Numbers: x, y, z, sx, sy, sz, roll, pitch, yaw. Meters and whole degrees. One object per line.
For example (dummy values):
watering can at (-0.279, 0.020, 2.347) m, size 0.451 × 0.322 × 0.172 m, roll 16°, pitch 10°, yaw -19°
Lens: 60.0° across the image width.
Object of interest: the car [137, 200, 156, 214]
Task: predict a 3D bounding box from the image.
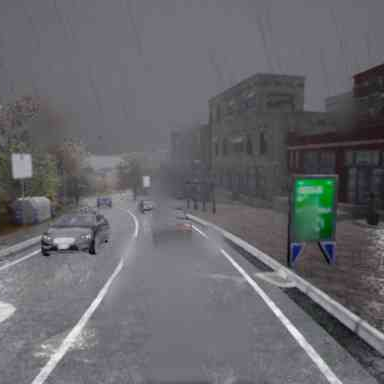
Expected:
car at (-4.848, 1.538, 36.285) m, size 2.033 × 1.411 × 5.357 m, roll -2°, pitch 0°, yaw -15°

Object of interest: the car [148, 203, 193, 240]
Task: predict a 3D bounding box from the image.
car at (-1.107, 1.526, 17.099) m, size 2.033 × 1.411 × 5.357 m, roll -1°, pitch 0°, yaw -7°

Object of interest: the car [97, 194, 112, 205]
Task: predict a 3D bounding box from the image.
car at (-14.374, 1.415, 54.425) m, size 2.150 × 2.045 × 5.566 m, roll -2°, pitch 1°, yaw -18°

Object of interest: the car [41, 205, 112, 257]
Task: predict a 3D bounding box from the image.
car at (-4.438, 1.517, 13.286) m, size 2.128 × 1.511 × 4.902 m, roll -1°, pitch 0°, yaw -6°
